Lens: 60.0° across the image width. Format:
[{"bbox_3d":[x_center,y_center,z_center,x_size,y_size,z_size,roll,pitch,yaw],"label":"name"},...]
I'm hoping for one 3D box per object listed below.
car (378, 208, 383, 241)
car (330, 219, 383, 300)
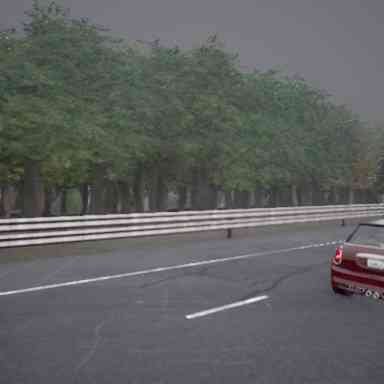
[{"bbox_3d":[11.336,1.504,16.132,4.902,1.511,2.128,0,0,-35],"label":"car"},{"bbox_3d":[5.142,1.356,7.414,4.553,1.767,2.097,0,0,-36],"label":"car"}]
